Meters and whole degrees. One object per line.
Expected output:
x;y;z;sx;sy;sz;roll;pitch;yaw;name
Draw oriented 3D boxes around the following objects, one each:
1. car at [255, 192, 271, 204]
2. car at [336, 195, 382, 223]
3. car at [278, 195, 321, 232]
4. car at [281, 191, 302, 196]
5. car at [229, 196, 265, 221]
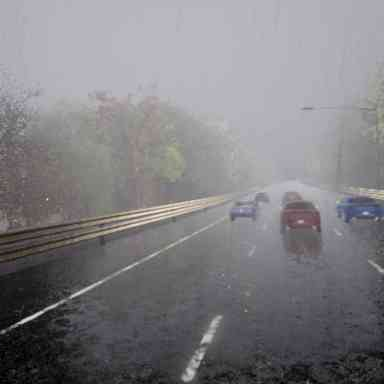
9.217;0.795;43.387;1.837;1.490;4.892;-3;1;16;car
10.041;0.955;20.344;1.882;1.535;5.008;-3;0;16;car
5.656;1.174;17.660;1.882;1.535;5.008;-3;0;16;car
10.751;0.669;35.842;2.097;1.767;4.553;-3;1;16;car
3.994;1.298;24.748;2.033;1.411;5.357;-3;0;16;car
